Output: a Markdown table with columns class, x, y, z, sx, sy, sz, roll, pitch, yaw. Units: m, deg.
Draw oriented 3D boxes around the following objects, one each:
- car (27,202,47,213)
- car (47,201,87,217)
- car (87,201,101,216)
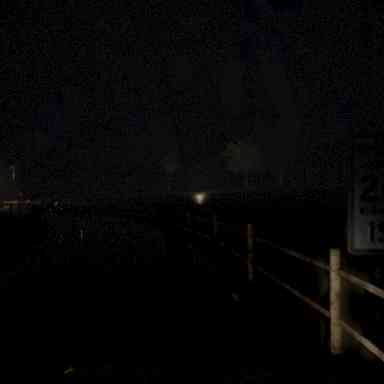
| class | x | y | z | sx | sy | sz | roll | pitch | yaw |
| --- | --- | --- | --- | --- | --- | --- | --- | --- | --- |
| car | -18.955 | 1.894 | 42.010 | 4.718 | 1.301 | 1.895 | -1 | 0 | 41 |
| car | -10.409 | 1.373 | 27.509 | 1.895 | 1.301 | 4.718 | -1 | 0 | -31 |
| car | -10.685 | 1.602 | 32.874 | 1.882 | 1.535 | 5.008 | -1 | 0 | -37 |
